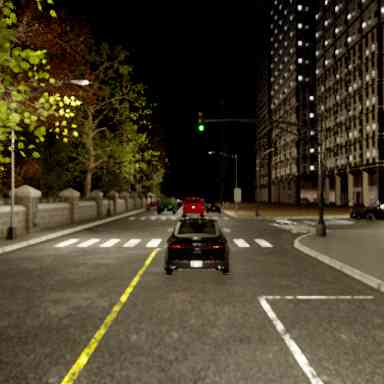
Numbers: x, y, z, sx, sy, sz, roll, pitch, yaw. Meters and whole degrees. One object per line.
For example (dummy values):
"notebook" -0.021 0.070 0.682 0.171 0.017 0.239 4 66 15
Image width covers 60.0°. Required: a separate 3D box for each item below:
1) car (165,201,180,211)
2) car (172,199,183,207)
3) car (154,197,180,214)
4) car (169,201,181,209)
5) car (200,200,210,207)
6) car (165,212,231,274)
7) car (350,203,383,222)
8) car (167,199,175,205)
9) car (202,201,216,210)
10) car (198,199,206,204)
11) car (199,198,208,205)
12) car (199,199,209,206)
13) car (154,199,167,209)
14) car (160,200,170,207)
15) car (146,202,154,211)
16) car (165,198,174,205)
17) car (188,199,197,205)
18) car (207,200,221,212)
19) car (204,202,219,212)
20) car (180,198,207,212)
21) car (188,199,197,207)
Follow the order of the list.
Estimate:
"car" -3.012 2.142 51.076 1.994 1.385 4.181 0 -1 1
"car" -2.942 2.313 69.462 2.128 1.511 4.902 0 -1 0
"car" -3.056 1.691 41.704 2.150 2.045 5.566 0 -1 0
"car" -2.976 2.275 59.237 1.895 1.301 4.718 0 -1 1
"car" 2.751 2.362 71.034 1.887 1.381 4.507 0 -1 0
"car" 0.219 1.626 10.986 1.837 1.490 4.892 0 -1 3
"car" 14.692 1.585 26.076 4.181 1.385 1.994 -1 -1 0
"car" -5.615 2.571 87.936 1.887 1.381 4.507 0 -1 0
"car" 2.737 2.180 54.137 1.947 1.339 4.313 0 -1 0
"car" 2.770 2.648 93.560 2.008 1.369 4.403 0 -1 0
"car" 2.761 2.397 82.298 1.967 1.590 4.097 0 -1 0
"car" 2.756 2.327 76.667 1.967 1.590 4.097 0 -1 0
"car" -5.638 2.121 59.778 1.967 1.590 4.097 0 -1 0
"car" -5.629 2.340 70.871 1.752 1.417 4.829 0 -1 0
"car" -5.649 2.130 48.512 1.802 1.307 4.206 0 -1 0
"car" -5.619 2.396 82.305 1.967 1.590 4.097 0 -1 0
"car" 0.067 2.344 80.160 2.033 1.411 5.357 0 -1 0
"car" 2.727 2.049 42.873 1.947 1.339 4.313 0 -1 0
"car" 2.732 2.114 48.505 1.947 1.339 4.313 0 -1 0
"car" 0.129 1.619 35.447 2.150 2.045 5.566 0 -1 0
"car" 0.058 2.270 69.744 1.882 1.535 5.008 0 -1 0
